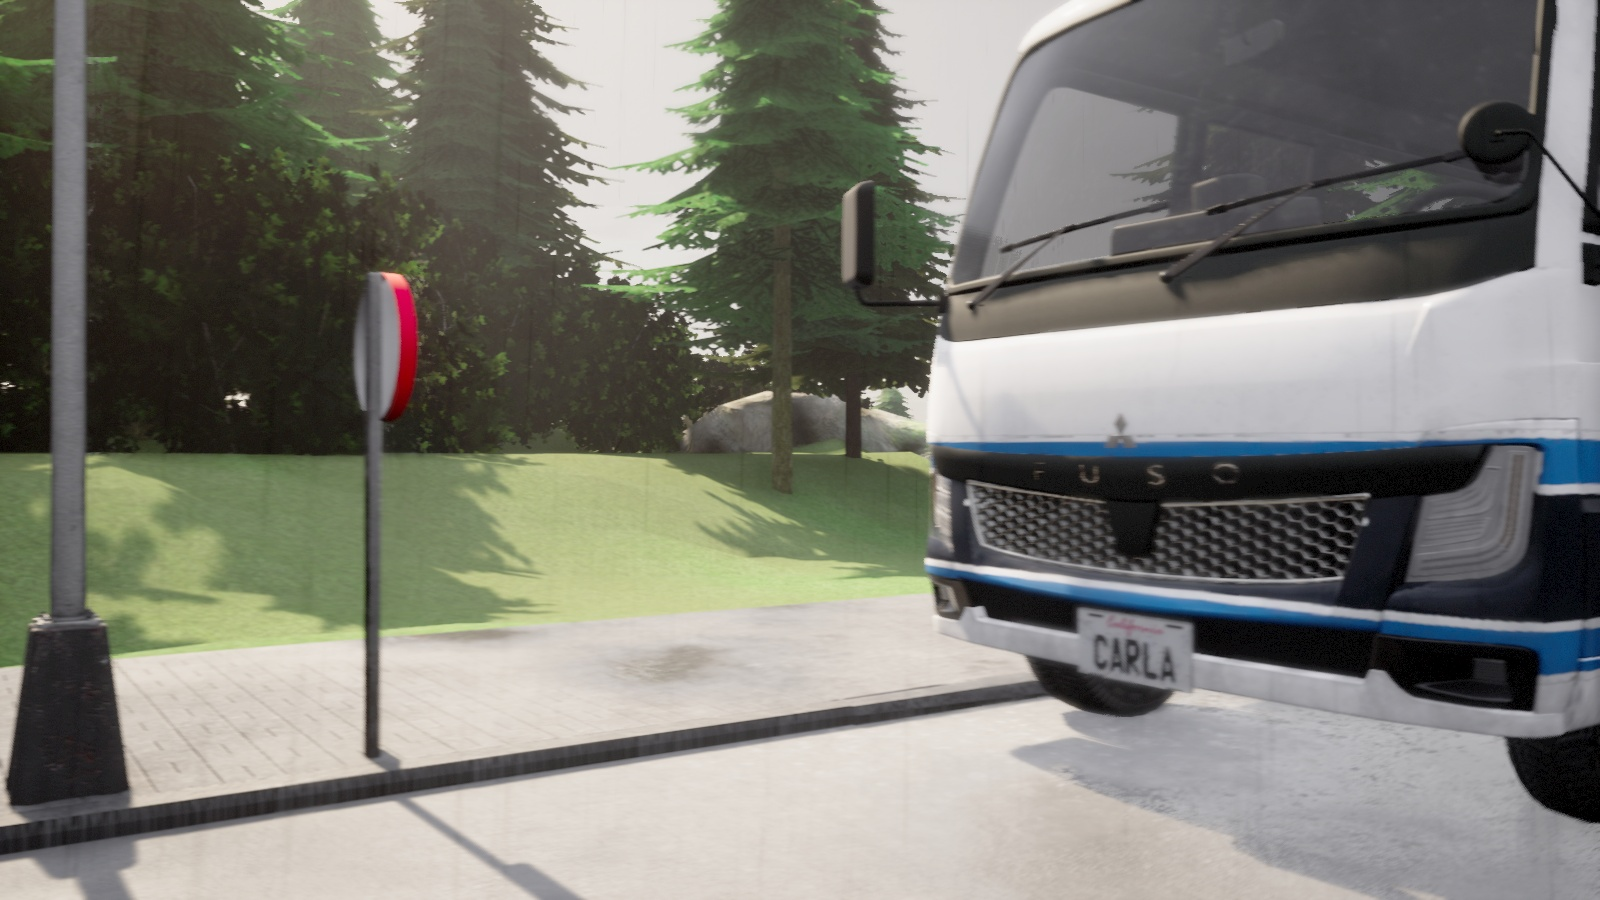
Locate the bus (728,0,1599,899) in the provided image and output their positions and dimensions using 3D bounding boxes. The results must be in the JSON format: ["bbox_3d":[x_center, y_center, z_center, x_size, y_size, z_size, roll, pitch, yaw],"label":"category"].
[{"bbox_3d":[4.963,-0.623,7.868,10.273,4.253,3.944,0,0,-35],"label":"bus"}]
